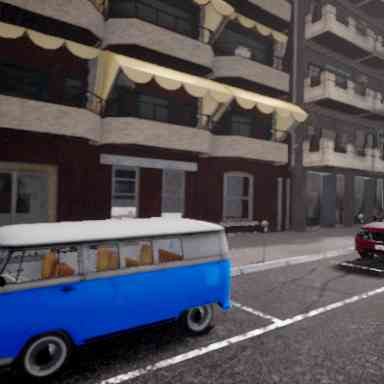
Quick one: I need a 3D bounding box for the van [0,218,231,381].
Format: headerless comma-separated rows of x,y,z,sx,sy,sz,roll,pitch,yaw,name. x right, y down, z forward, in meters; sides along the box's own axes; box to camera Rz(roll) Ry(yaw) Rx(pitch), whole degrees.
-1.228,1.351,5.191,3.998,1.788,1.690,0,1,-35,van

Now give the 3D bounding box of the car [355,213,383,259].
7.785,1.385,11.602,5.009,1.841,2.192,0,1,-35,car
